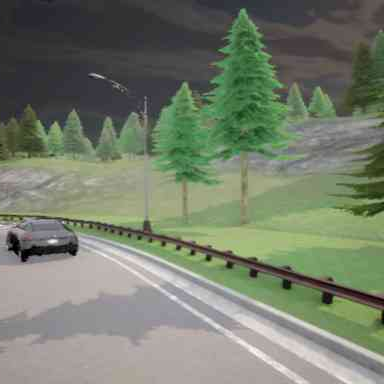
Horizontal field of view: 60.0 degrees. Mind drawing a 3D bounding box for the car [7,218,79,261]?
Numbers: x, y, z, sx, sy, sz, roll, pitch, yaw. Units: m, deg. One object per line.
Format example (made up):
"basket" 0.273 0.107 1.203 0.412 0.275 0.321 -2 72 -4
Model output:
"car" -5.991 1.703 13.171 1.994 1.385 4.181 0 0 -35
